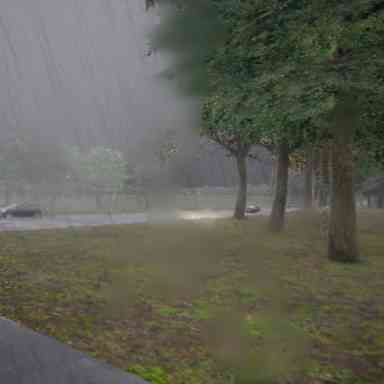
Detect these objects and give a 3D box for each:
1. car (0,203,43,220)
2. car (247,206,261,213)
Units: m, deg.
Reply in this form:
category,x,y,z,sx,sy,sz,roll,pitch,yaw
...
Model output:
category,x,y,z,sx,sy,sz,roll,pitch,yaw
car,-18.343,1.926,35.225,2.097,1.767,4.553,1,-1,36
car,12.610,3.538,67.880,1.812,1.442,4.674,1,-1,30
